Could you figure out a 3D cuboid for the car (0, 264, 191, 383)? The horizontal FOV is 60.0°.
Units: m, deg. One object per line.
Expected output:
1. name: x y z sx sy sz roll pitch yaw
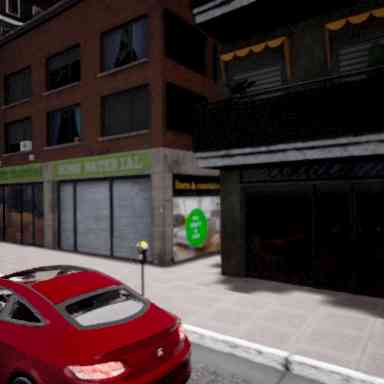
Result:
1. car: -1.950 1.625 4.274 4.206 1.307 1.802 -1 -1 35
